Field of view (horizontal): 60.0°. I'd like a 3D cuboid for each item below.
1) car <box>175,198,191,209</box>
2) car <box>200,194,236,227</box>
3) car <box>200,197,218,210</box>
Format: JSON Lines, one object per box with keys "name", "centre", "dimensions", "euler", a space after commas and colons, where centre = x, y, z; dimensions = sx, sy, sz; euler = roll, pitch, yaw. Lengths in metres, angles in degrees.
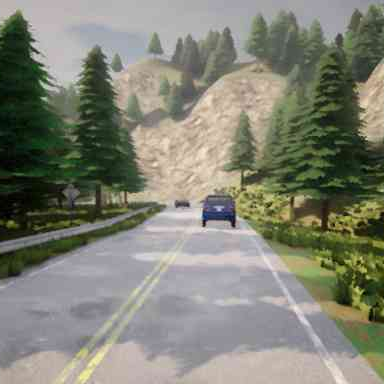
{"name": "car", "centre": [-1.202, 1.440, 43.353], "dimensions": [1.895, 1.301, 4.718], "euler": [0, 0, -4]}
{"name": "car", "centre": [1.796, 1.158, 22.794], "dimensions": [2.150, 2.045, 5.566], "euler": [1, 0, 3]}
{"name": "car", "centre": [2.111, 1.383, 42.254], "dimensions": [1.812, 1.442, 4.674], "euler": [0, 0, -2]}
